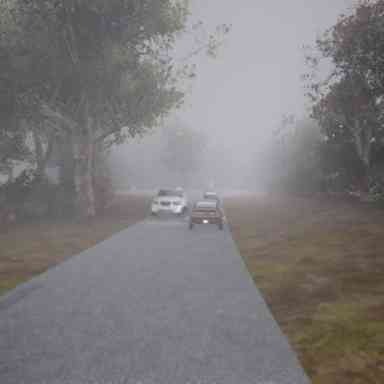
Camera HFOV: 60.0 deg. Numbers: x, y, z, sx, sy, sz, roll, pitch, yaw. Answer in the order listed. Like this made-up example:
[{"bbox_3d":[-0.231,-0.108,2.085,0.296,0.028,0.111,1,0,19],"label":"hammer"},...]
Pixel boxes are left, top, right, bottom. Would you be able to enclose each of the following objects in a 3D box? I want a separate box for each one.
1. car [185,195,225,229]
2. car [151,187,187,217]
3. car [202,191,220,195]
[{"bbox_3d":[0.839,1.193,19.406,1.837,1.490,4.892,0,2,3],"label":"car"},{"bbox_3d":[-1.612,0.685,25.519,2.150,2.045,5.566,1,2,4],"label":"car"},{"bbox_3d":[2.075,0.616,36.581,1.812,1.442,4.674,0,2,4],"label":"car"}]
